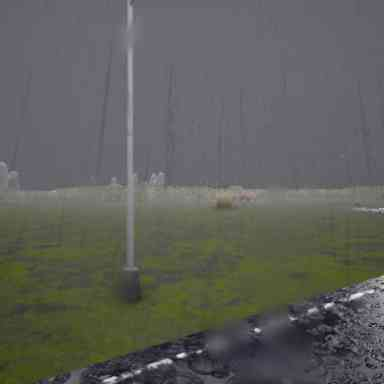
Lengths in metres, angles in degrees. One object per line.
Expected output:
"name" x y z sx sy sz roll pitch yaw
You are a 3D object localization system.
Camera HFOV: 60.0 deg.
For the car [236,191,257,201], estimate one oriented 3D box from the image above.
"car" 12.065 0.890 71.350 2.150 2.045 5.566 -1 0 -12
